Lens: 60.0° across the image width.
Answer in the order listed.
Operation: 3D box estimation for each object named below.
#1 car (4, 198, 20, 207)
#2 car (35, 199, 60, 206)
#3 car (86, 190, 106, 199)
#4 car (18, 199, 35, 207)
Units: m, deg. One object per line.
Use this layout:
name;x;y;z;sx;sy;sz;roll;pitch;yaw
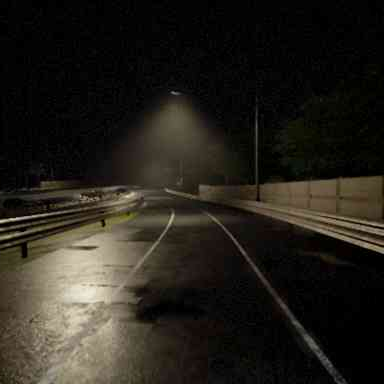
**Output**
car;-33.561;1.866;63.428;2.097;1.767;4.553;0;3;8
car;-26.627;2.045;62.481;2.128;1.511;4.902;0;3;8
car;-23.745;0.937;82.487;1.837;1.490;4.892;0;3;8
car;-30.089;2.128;62.998;1.895;1.301;4.718;0;3;8
